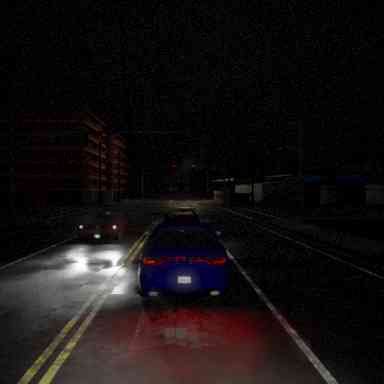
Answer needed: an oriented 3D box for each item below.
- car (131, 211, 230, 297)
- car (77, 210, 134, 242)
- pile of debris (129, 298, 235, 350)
[{"bbox_3d":[-0.216,1.478,8.646,1.882,1.535,5.008,0,0,-2],"label":"car"},{"bbox_3d":[-4.142,1.601,16.538,1.895,1.301,4.718,0,0,-2],"label":"car"},{"bbox_3d":[-0.175,2.175,5.675,1.500,0.140,1.860,0,0,-2],"label":"pile of debris"}]
